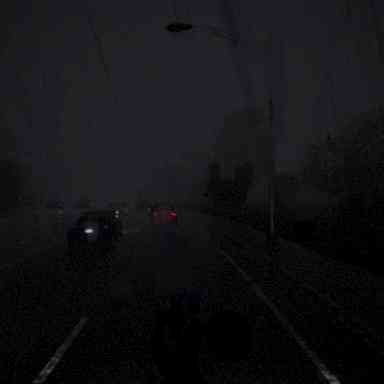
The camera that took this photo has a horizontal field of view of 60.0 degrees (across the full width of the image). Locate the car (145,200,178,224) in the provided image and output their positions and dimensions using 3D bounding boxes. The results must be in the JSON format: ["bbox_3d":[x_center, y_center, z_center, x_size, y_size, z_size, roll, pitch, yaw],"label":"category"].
[{"bbox_3d":[-2.177,1.563,24.710,2.033,1.411,5.357,0,0,-9],"label":"car"}]

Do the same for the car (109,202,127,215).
[{"bbox_3d":[-7.550,1.626,33.559,1.895,1.301,4.718,0,0,-13],"label":"car"}]

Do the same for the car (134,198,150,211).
[{"bbox_3d":[-6.176,1.521,42.093,2.128,1.511,4.902,0,0,-15],"label":"car"}]

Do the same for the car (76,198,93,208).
[{"bbox_3d":[-13.817,1.509,42.776,1.882,1.535,5.008,0,0,-16],"label":"car"}]

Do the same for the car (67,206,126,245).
[{"bbox_3d":[-4.472,1.578,15.716,1.994,1.385,4.181,0,0,-6],"label":"car"}]

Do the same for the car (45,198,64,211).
[{"bbox_3d":[-17.222,1.557,41.957,1.812,1.442,4.674,0,0,-16],"label":"car"}]
